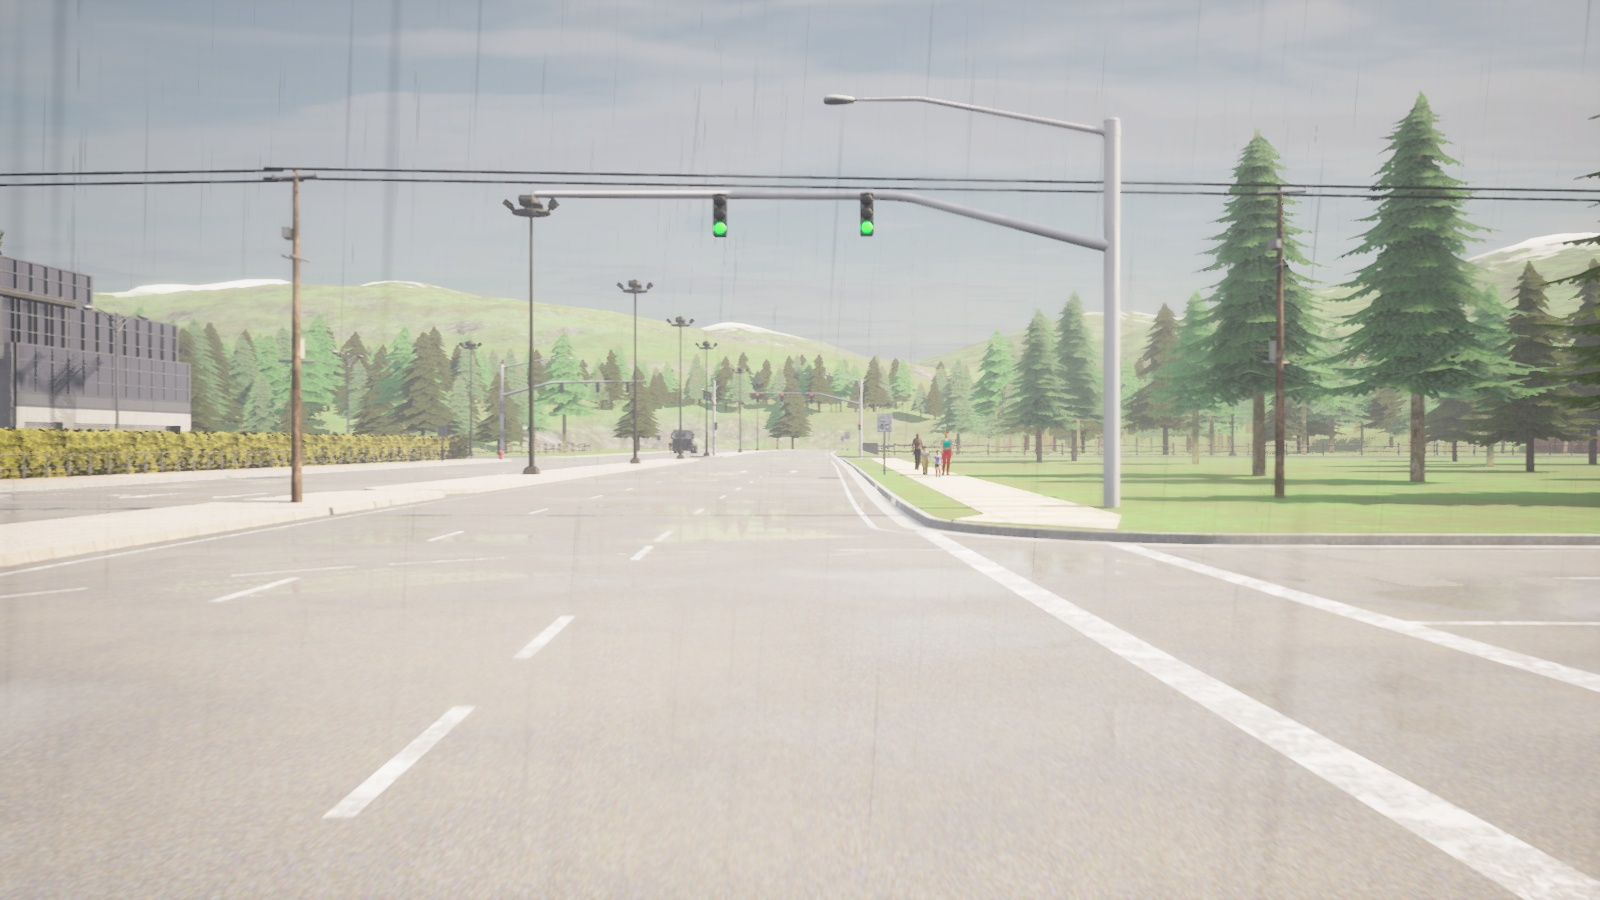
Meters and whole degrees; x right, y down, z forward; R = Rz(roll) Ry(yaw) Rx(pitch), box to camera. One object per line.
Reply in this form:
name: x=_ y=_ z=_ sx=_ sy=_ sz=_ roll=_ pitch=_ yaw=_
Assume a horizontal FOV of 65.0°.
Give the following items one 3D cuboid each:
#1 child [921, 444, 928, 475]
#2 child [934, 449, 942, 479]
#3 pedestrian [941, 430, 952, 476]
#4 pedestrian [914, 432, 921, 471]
child: x=5.080 y=0.380 z=51.107 sx=0.270 sy=1.263 sz=0.437 roll=0 pitch=0 yaw=3
child: x=5.133 y=0.505 z=46.779 sx=0.255 sy=1.110 sz=0.394 roll=0 pitch=0 yaw=1
pedestrian: x=5.893 y=0.104 z=50.527 sx=0.345 sy=1.836 sz=0.594 roll=0 pitch=0 yaw=1
pedestrian: x=5.610 y=0.050 z=59.969 sx=0.331 sy=1.846 sz=0.634 roll=0 pitch=0 yaw=2
